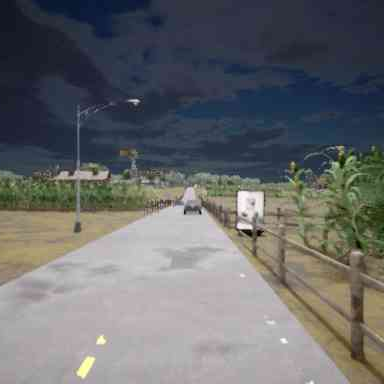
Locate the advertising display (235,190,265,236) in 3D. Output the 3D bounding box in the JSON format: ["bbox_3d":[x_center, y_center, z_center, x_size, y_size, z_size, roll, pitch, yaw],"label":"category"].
[{"bbox_3d":[3.148,1.119,18.075,1.540,2.440,0.280,1,1,0],"label":"advertising display"}]

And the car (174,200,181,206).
[{"bbox_3d":[-2.760,2.326,70.968,2.033,1.411,5.357,0,-1,0],"label":"car"}]

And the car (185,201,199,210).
[{"bbox_3d":[0.033,2.070,51.984,2.033,1.411,5.357,0,-1,0],"label":"car"}]

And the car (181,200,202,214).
[{"bbox_3d":[0.074,1.686,39.749,2.097,1.767,4.553,0,-1,0],"label":"car"}]
